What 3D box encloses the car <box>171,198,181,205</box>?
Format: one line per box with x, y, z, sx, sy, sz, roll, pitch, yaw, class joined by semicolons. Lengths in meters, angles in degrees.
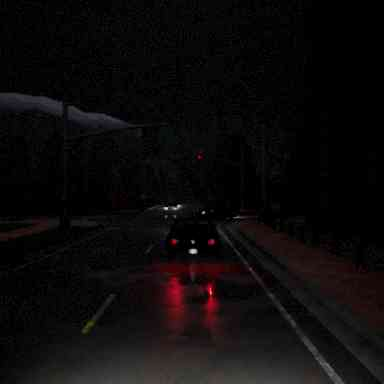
-3.488;1.996;71.730;1.895;1.301;4.718;0;0;0;car

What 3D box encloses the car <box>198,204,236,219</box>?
2.259;1.753;29.865;1.994;1.385;4.181;-1;-1;38;car

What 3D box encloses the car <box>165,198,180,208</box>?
-3.546;1.884;56.788;1.812;1.442;4.674;0;0;1;car

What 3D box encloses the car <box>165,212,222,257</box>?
0.061;1.685;13.227;1.895;1.301;4.718;0;0;0;car

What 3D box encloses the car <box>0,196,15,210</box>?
-25.012;1.432;43.205;1.932;1.855;4.605;0;0;-1;car
